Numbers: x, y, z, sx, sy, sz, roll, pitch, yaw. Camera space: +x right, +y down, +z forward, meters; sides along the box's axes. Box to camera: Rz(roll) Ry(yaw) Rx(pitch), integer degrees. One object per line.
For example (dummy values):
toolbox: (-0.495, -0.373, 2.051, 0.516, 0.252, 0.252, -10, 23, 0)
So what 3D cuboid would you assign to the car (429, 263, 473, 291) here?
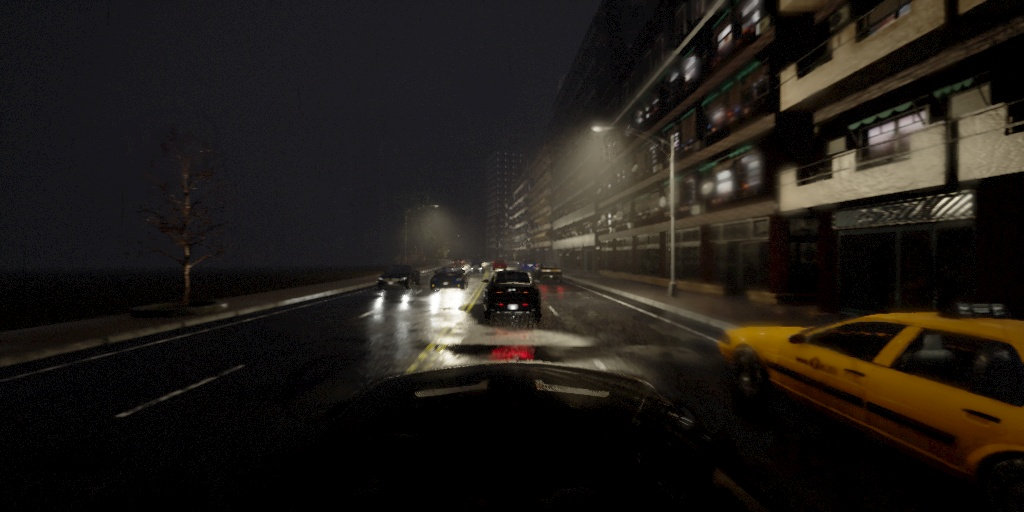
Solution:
car: (-3.695, 1.319, 21.734, 1.994, 1.385, 4.181, 0, 0, -2)

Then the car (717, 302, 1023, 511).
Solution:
car: (4.235, 1.212, 3.566, 1.801, 1.575, 5.366, 0, 0, 0)

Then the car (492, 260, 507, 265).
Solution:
car: (-1.786, 1.257, 50.631, 1.882, 1.535, 5.008, 0, 0, -4)

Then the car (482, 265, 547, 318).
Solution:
car: (-0.014, 1.259, 13.055, 1.837, 1.490, 4.892, 0, 0, -1)

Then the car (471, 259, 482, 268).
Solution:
car: (-6.263, 1.310, 63.586, 1.812, 1.442, 4.674, 0, 0, -5)

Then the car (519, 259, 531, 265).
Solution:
car: (1.939, 1.130, 43.170, 2.097, 1.767, 4.553, 0, 0, -3)

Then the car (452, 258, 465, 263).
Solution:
car: (-9.610, 1.132, 64.425, 2.097, 1.767, 4.553, 0, 0, -5)

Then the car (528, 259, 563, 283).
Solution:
car: (2.733, 1.260, 28.013, 2.128, 1.511, 4.902, 0, 0, -2)

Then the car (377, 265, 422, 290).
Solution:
car: (-6.976, 1.276, 22.736, 1.812, 1.442, 4.674, 0, 0, -2)
